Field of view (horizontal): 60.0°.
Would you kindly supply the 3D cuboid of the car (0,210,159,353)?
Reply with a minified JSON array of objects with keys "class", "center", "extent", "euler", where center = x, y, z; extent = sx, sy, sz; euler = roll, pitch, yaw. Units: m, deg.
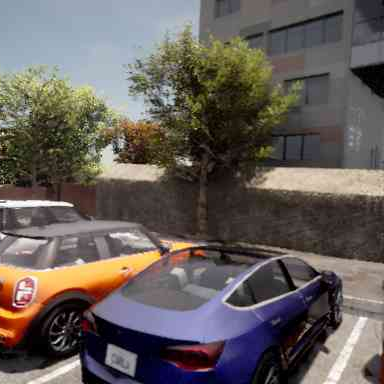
[{"class":"car","center":[-1.566,1.332,6.362],"extent":[2.185,1.767,4.553],"euler":[0,0,36]}]

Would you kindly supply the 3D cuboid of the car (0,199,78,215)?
[{"class":"car","center":[-3.807,1.194,8.032],"extent":[2.435,2.045,5.566],"euler":[0,0,36]}]

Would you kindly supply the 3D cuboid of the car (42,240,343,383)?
[{"class":"car","center":[0.740,1.500,4.789],"extent":[2.163,1.488,4.792],"euler":[0,0,36]}]
